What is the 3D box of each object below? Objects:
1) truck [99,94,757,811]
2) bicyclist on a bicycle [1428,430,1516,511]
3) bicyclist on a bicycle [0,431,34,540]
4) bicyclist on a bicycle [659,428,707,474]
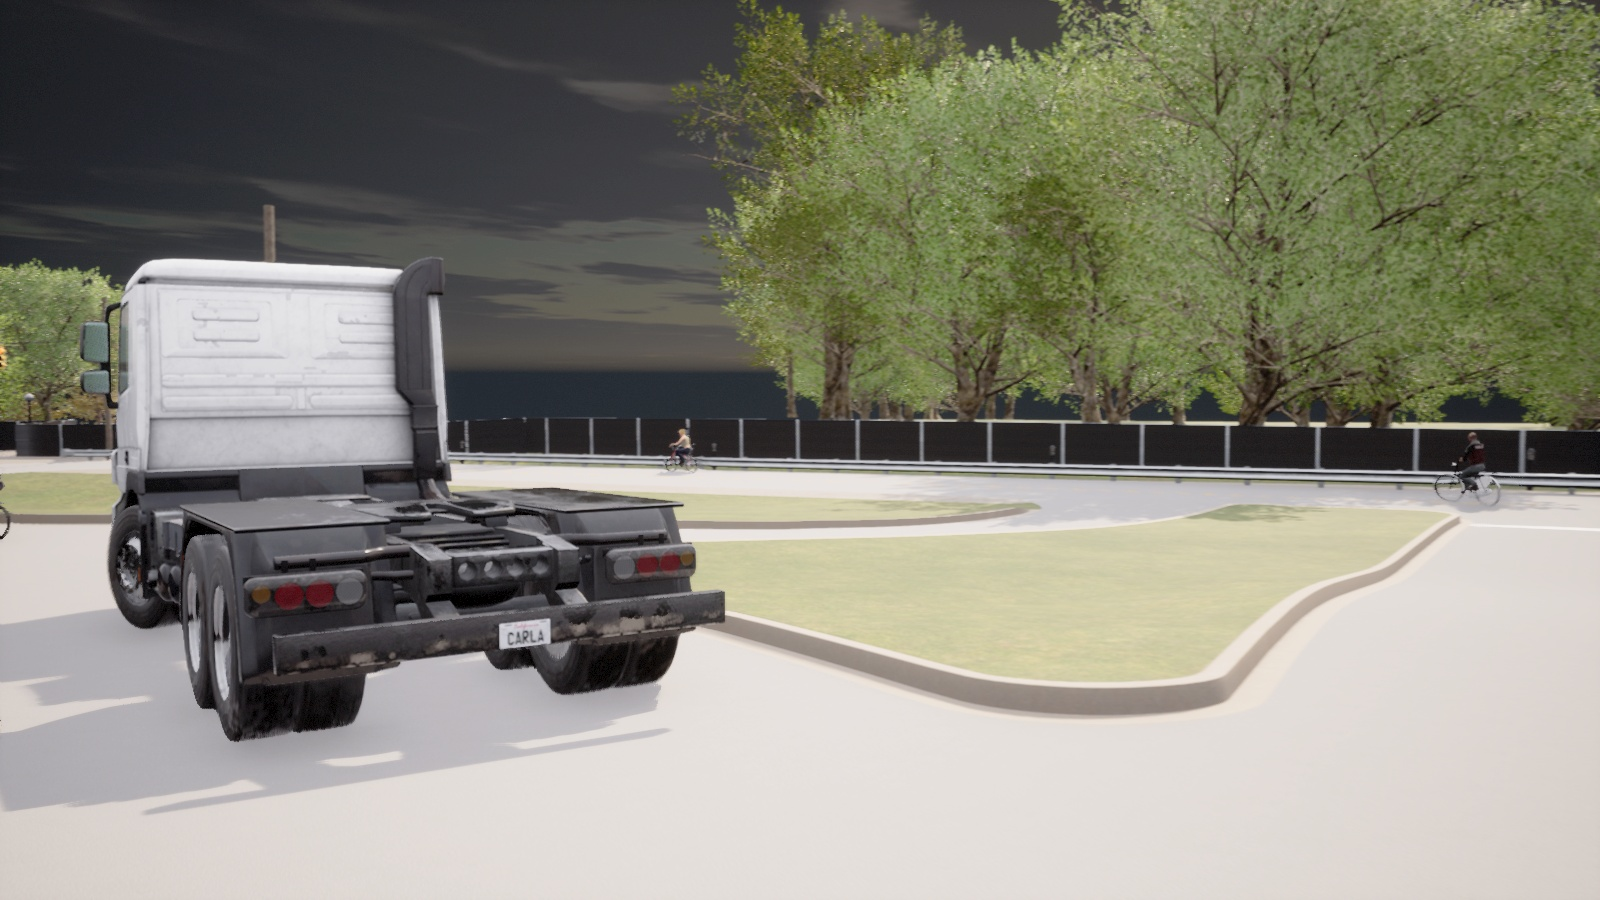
[{"bbox_3d":[-3.662,-0.092,10.169,2.891,3.462,7.936,-2,2,-33],"label":"truck"},{"bbox_3d":[16.135,0.468,30.189,0.659,1.776,1.843,-5,5,-19],"label":"bicyclist on a bicycle"},{"bbox_3d":[-12.468,0.515,18.863,1.509,1.612,0.866,0,1,18],"label":"bicyclist on a bicycle"},{"bbox_3d":[-4.304,0.020,46.024,1.509,1.612,0.866,1,3,34],"label":"bicyclist on a bicycle"}]
